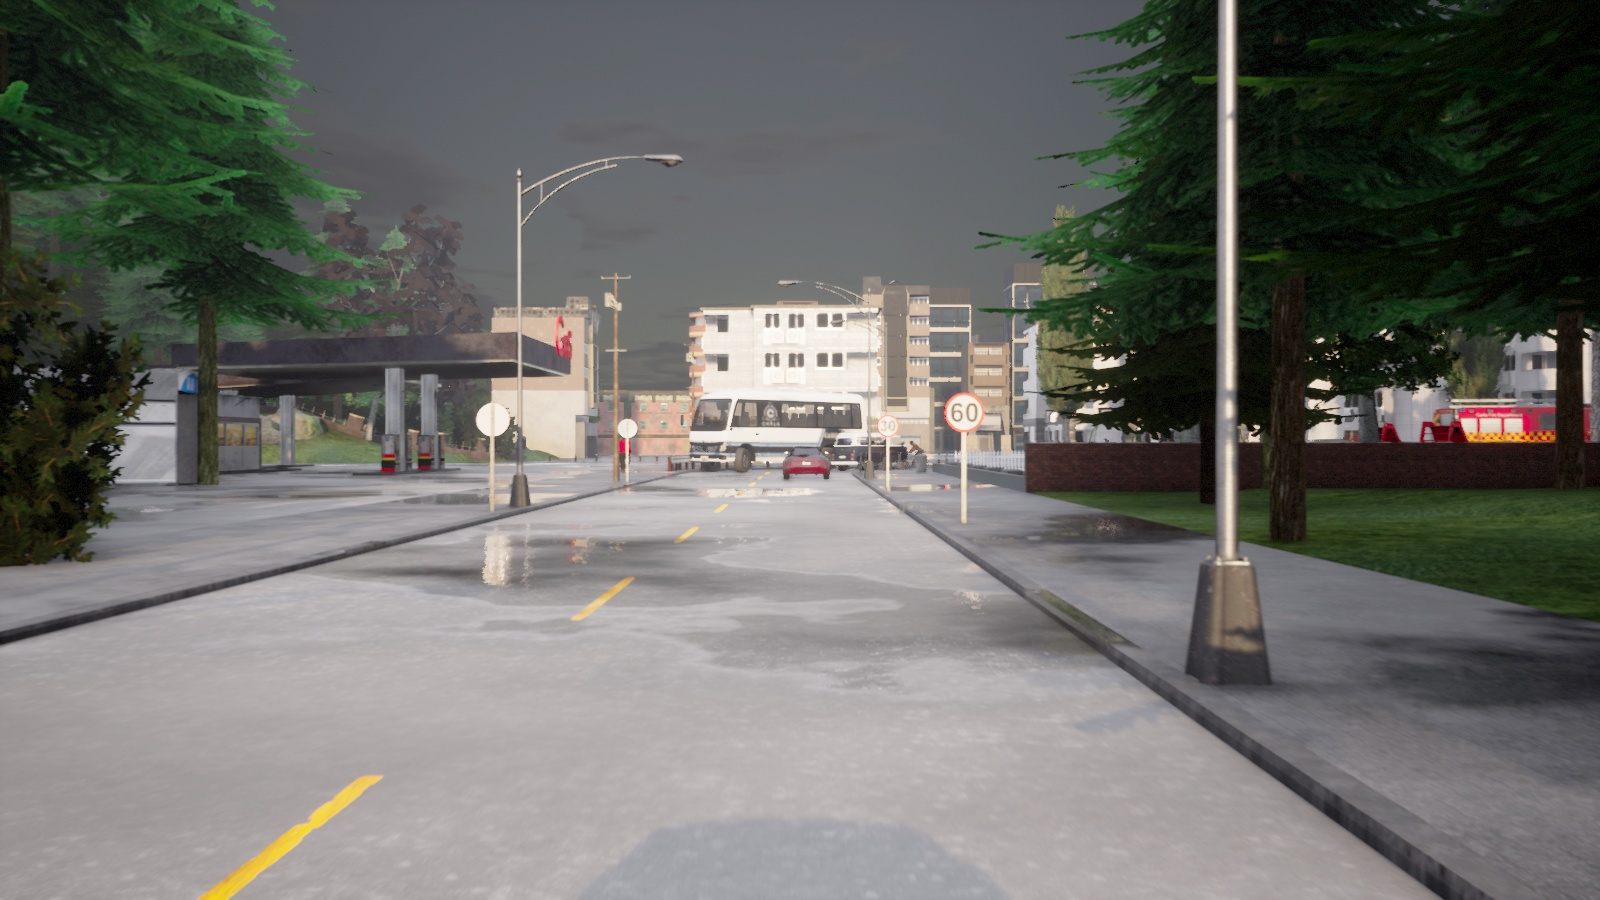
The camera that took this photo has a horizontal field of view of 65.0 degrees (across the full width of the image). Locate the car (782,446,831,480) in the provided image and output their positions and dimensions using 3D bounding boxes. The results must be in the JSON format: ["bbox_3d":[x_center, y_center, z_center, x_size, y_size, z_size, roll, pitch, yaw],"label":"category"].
[{"bbox_3d":[0.270,0.509,53.398,1.994,1.385,4.181,0,0,0],"label":"car"}]

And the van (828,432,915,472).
[{"bbox_3d":[3.763,0.103,65.714,4.480,2.038,2.069,0,-1,-45],"label":"van"}]

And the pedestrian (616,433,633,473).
[{"bbox_3d":[-8.164,0.120,58.444,0.634,1.844,0.899,0,0,5],"label":"pedestrian"}]

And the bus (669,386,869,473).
[{"bbox_3d":[-1.478,-1.010,65.940,10.273,4.253,3.944,0,1,-41],"label":"bus"}]

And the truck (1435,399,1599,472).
[{"bbox_3d":[39.016,-0.766,67.335,8.468,3.827,2.891,0,0,0],"label":"truck"}]
